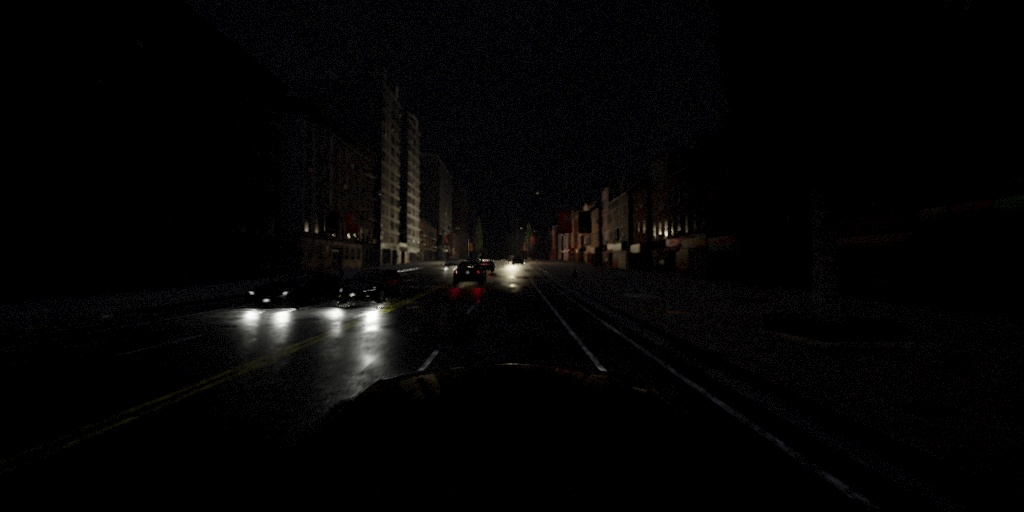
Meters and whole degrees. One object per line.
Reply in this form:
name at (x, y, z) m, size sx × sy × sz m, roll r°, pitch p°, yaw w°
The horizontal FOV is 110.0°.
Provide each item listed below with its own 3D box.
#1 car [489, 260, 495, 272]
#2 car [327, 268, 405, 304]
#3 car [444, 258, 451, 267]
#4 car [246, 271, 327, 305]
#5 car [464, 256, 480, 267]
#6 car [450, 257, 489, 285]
car at (-3.161, 1.182, 44.969) m, size 2.128 × 1.511 × 4.902 m, roll 0°, pitch 1°, yaw 0°
car at (-6.602, 1.361, 17.231) m, size 1.837 × 1.490 × 4.892 m, roll 0°, pitch 0°, yaw 0°
car at (-9.810, 1.086, 58.798) m, size 1.812 × 1.442 × 4.674 m, roll 0°, pitch 1°, yaw 0°
car at (-9.854, 1.403, 17.039) m, size 2.033 × 1.411 × 5.357 m, roll 0°, pitch 0°, yaw 0°
car at (-6.561, 0.908, 59.210) m, size 2.097 × 1.767 × 4.553 m, roll 0°, pitch 1°, yaw 0°
car at (-3.157, 1.188, 27.614) m, size 2.097 × 1.767 × 4.553 m, roll 0°, pitch 0°, yaw 0°
